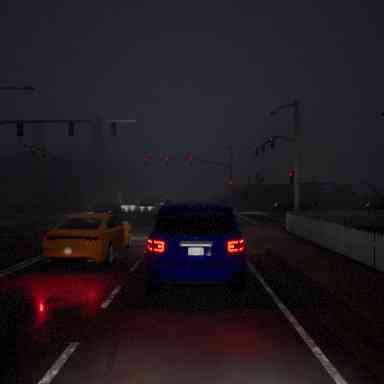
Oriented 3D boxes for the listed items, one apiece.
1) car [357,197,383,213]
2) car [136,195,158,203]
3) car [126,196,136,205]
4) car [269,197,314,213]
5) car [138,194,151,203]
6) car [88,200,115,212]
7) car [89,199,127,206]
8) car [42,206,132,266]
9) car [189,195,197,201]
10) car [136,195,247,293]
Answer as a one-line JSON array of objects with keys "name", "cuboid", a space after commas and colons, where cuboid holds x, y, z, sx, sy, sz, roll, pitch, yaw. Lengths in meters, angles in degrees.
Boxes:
[{"name": "car", "cuboid": [20.513, 1.352, 36.282, 4.553, 1.767, 2.097, 0, 0, -1]}, {"name": "car", "cuboid": [-6.973, 1.546, 52.241, 2.033, 1.411, 5.357, 0, 0, 0]}, {"name": "car", "cuboid": [-10.447, 1.491, 57.562, 2.128, 1.511, 4.902, 0, 0, 0]}, {"name": "car", "cuboid": [10.731, 1.352, 36.062, 4.553, 1.767, 2.097, 0, 0, -1]}, {"name": "car", "cuboid": [-10.330, 1.355, 72.488, 2.097, 1.767, 4.553, 0, 0, 0]}, {"name": "car", "cuboid": [-10.509, 1.601, 38.909, 1.895, 1.301, 4.718, 0, 0, 0]}, {"name": "car", "cuboid": [-7.035, 1.526, 27.658, 1.812, 1.442, 4.674, 0, 0, 0]}, {"name": "car", "cuboid": [-3.397, 1.478, 11.629, 1.882, 1.535, 5.008, 0, 0, 0]}, {"name": "car", "cuboid": [0.208, 1.540, 88.996, 2.033, 1.411, 5.357, 0, 0, 0]}, {"name": "car", "cuboid": [0.083, 1.221, 9.007, 2.150, 2.045, 5.566, 0, 0, 0]}]
